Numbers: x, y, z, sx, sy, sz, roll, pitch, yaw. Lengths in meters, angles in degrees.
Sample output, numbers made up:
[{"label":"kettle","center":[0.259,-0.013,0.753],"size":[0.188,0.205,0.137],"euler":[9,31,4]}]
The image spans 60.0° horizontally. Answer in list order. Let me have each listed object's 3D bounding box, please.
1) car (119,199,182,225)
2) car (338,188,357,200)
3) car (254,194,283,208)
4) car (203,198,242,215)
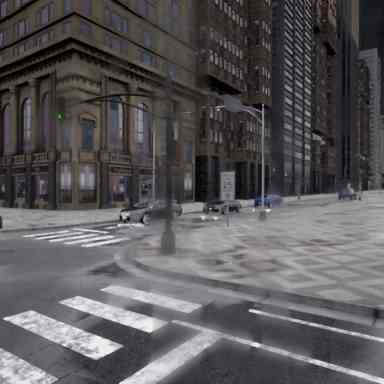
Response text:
[{"label":"car","center":[-2.616,1.236,21.893],"size":[2.128,1.511,4.902],"euler":[0,1,36]},{"label":"car","center":[27.047,0.361,57.845],"size":[2.150,2.045,5.566],"euler":[0,1,36]},{"label":"car","center":[8.749,0.961,37.766],"size":[1.882,1.535,5.008],"euler":[0,1,36]},{"label":"car","center":[2.718,1.185,29.342],"size":[1.994,1.385,4.181],"euler":[0,1,36]}]
